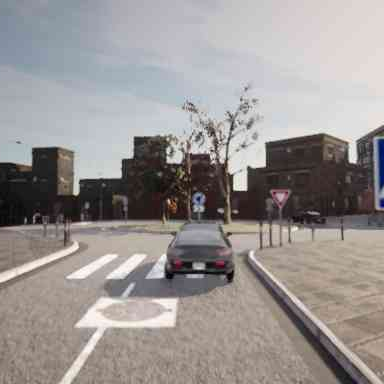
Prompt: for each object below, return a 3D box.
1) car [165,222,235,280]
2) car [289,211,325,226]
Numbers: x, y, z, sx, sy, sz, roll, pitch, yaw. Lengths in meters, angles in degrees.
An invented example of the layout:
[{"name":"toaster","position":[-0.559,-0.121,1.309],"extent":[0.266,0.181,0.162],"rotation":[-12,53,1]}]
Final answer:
[{"name":"car","position":[0.280,1.653,10.189],"extent":[1.812,1.442,4.674],"rotation":[0,-1,3]},{"name":"car","position":[12.022,2.722,35.096],"extent":[1.882,1.535,5.008],"rotation":[2,-3,-11]}]
